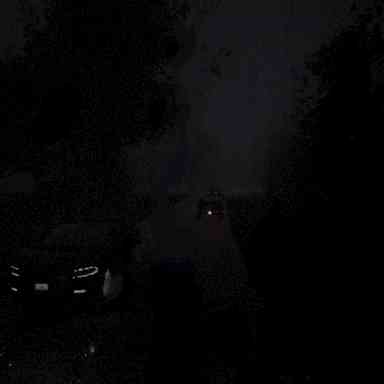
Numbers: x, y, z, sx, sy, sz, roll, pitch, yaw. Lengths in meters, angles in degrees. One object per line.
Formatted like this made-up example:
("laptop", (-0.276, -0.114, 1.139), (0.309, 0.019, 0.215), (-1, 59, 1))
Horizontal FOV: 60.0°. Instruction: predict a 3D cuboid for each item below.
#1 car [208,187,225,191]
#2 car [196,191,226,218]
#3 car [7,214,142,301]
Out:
("car", (3.031, 0.138, 41.705), (2.097, 1.767, 4.553), (0, 3, 6))
("car", (1.381, 1.019, 24.445), (1.837, 1.490, 4.892), (0, 3, 5))
("car", (-2.571, 1.391, 8.453), (1.882, 1.535, 5.008), (1, 1, 3))
